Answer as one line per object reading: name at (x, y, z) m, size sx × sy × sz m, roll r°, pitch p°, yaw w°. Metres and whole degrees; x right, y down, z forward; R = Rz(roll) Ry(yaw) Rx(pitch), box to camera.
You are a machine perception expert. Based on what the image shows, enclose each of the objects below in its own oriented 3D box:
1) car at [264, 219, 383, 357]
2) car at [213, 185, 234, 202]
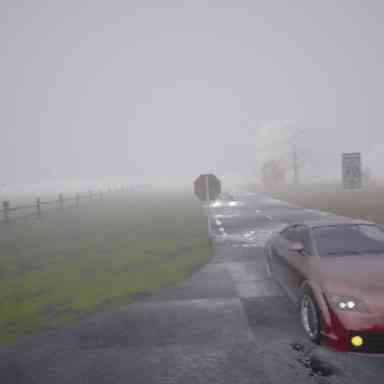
car at (2.511, 1.195, 5.580) m, size 1.994 × 1.385 × 4.181 m, roll -3°, pitch 2°, yaw 1°
car at (2.707, 0.083, 30.759) m, size 1.812 × 1.442 × 4.674 m, roll -3°, pitch 3°, yaw 1°
